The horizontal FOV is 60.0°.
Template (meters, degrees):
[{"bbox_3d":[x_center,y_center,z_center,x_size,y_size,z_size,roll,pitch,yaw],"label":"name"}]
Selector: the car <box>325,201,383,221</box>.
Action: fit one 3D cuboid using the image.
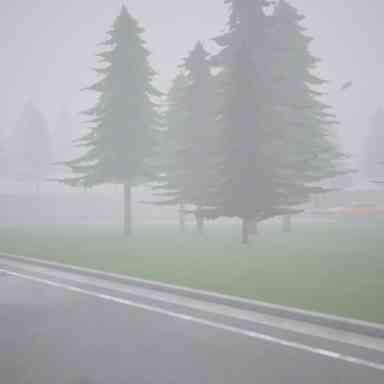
[{"bbox_3d":[13.495,1.545,27.329,5.008,1.535,1.882,-1,0,-2],"label":"car"}]
